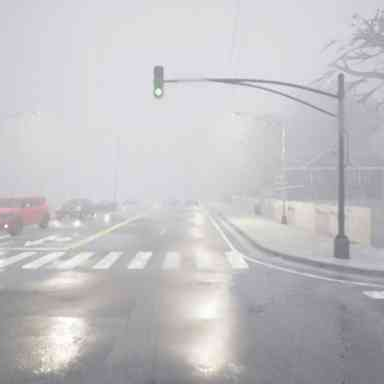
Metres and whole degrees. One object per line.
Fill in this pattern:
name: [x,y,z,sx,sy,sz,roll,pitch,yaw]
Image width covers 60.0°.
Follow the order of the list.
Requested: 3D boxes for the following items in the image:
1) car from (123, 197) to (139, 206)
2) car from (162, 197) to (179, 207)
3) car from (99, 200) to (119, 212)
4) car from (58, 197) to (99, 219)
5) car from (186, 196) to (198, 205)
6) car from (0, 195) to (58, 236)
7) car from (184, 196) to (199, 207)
car: [-9.782,1.549,53.438,1.994,1.385,4.181,0,0,0]
car: [-3.280,1.543,49.302,1.895,1.301,4.718,0,0,0]
car: [-9.865,1.556,38.360,1.895,1.301,4.718,0,0,0]
car: [-9.857,1.322,28.501,2.097,1.767,4.553,0,0,0]
car: [-0.036,1.427,59.278,2.128,1.511,4.902,0,0,0]
car: [-9.861,1.206,18.564,2.150,2.045,5.566,0,0,0]
car: [-0.030,1.468,49.273,1.812,1.442,4.674,0,0,0]
